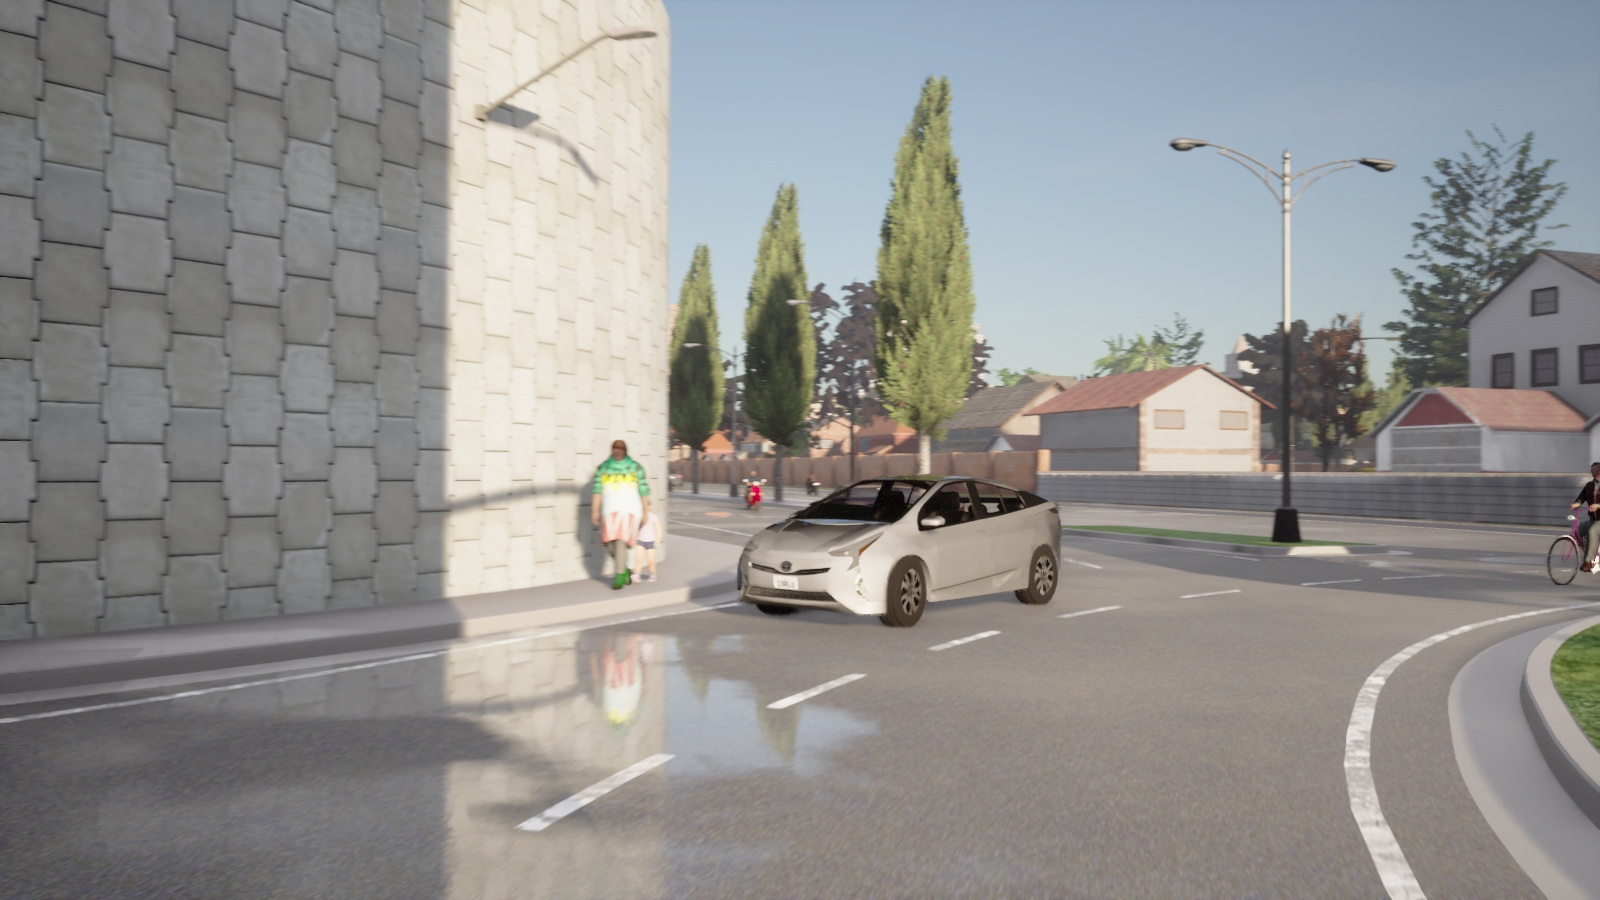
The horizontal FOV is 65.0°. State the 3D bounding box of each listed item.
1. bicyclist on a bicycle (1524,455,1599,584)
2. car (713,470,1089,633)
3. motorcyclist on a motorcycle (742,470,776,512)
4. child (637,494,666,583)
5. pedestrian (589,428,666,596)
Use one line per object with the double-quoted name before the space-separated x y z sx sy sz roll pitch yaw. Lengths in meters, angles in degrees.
"bicyclist on a bicycle" 11.259 0.966 17.916 1.843 1.776 0.659 1 0 -24
"car" 1.308 0.998 14.194 2.007 1.525 4.514 -1 -1 40
"motorcyclist on a motorcycle" -1.604 1.601 49.335 0.866 1.590 1.817 0 -1 -18
"child" -1.889 1.122 15.999 0.255 1.110 0.394 0 -1 12
"pedestrian" -2.072 0.728 15.135 0.659 1.952 0.873 0 -1 12
